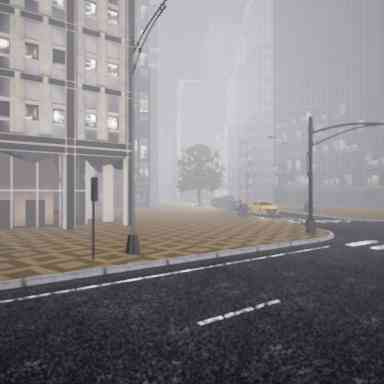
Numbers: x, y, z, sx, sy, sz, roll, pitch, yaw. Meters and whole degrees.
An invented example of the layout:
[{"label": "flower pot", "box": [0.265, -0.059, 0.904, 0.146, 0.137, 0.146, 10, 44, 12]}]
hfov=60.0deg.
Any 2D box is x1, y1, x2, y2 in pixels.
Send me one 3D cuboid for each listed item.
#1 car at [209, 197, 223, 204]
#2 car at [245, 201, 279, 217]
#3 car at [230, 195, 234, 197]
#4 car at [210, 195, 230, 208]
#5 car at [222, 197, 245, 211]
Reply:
[{"label": "car", "box": [5.329, 1.928, 73.657, 2.033, 1.411, 5.357, 0, 0, -8]}, {"label": "car", "box": [7.383, 1.660, 34.510, 1.882, 1.535, 5.008, 0, 0, -8]}, {"label": "car", "box": [6.690, 1.626, 63.363, 2.150, 2.045, 5.566, 0, 0, -8]}, {"label": "car", "box": [4.513, 1.706, 56.328, 2.097, 1.767, 4.553, 0, -1, -7]}, {"label": "car", "box": [6.029, 1.807, 44.755, 2.033, 1.411, 5.357, 0, 0, -7]}]
